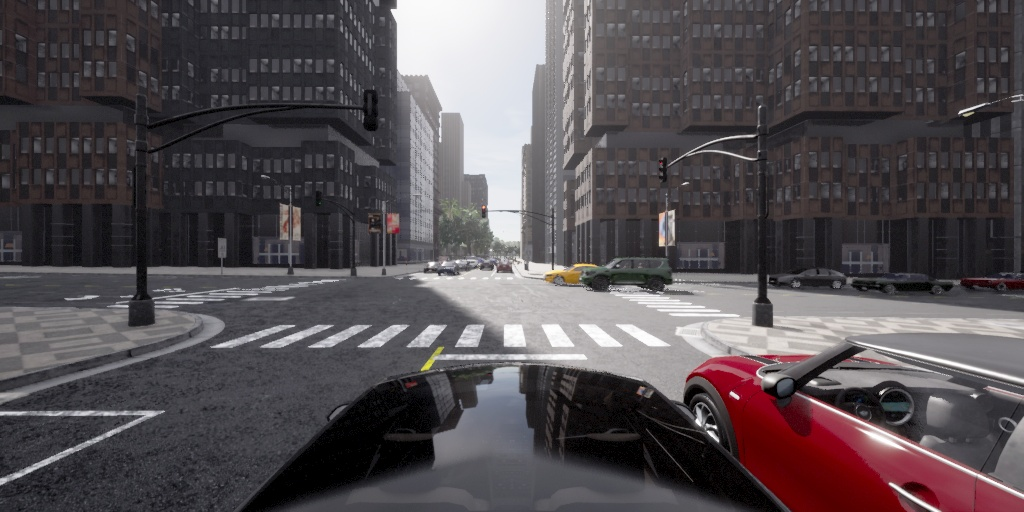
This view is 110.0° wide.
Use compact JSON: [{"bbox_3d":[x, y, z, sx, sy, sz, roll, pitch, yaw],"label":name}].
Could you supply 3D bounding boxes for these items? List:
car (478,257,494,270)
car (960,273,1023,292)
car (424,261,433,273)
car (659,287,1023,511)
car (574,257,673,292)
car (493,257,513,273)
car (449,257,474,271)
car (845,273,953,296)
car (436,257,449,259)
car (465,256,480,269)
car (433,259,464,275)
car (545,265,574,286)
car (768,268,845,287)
[{"bbox_3d":[-3.716,1.307,54.109,1.812,1.442,4.674,0,0,-1],"label":"car"},{"bbox_3d":[35.620,1.888,25.873,4.718,1.301,1.895,1,0,-1],"label":"car"},{"bbox_3d":[-9.428,1.323,43.426,1.948,1.339,4.313,0,0,-1],"label":"car"},{"bbox_3d":[2.761,1.190,2.173,1.967,1.591,4.097,0,0,0],"label":"car"},{"bbox_3d":[7.033,1.099,22.257,5.566,2.045,2.150,1,0,-1],"label":"car"},{"bbox_3d":[-0.904,1.197,43.539,1.967,1.591,4.097,0,0,-1],"label":"car"},{"bbox_3d":[-6.831,1.261,48.601,2.128,1.511,4.902,0,0,-1],"label":"car"},{"bbox_3d":[24.278,1.726,22.482,4.718,1.301,1.895,1,0,-1],"label":"car"},{"bbox_3d":[-9.502,1.084,48.851,2.192,1.841,5.009,0,0,-1],"label":"car"},{"bbox_3d":[-6.961,1.015,59.232,2.150,2.045,5.566,0,0,0],"label":"car"},{"bbox_3d":[-6.684,1.294,38.334,2.033,1.411,5.357,0,0,-1],"label":"car"},{"bbox_3d":[4.834,1.319,25.479,5.008,1.535,1.882,1,0,-1],"label":"car"},{"bbox_3d":[21.081,1.579,25.691,4.892,1.490,1.837,1,0,-1],"label":"car"}]
